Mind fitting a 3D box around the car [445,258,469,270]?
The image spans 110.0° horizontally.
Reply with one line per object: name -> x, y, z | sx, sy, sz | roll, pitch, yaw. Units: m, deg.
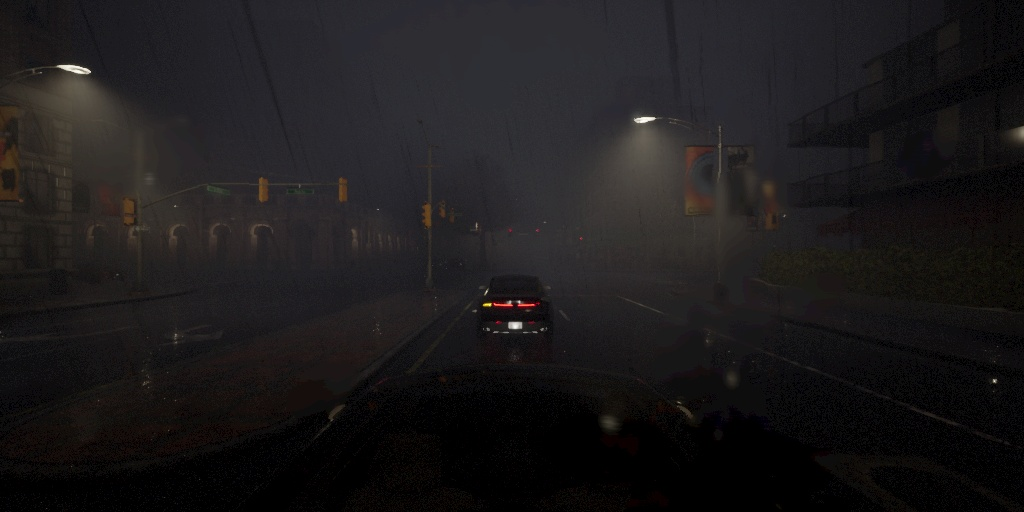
car -> -8.039, 1.102, 52.605 | 2.097, 1.767, 4.553 | 0, 0, 0

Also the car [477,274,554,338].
car -> 0.081, 1.255, 10.180 | 1.837, 1.490, 4.892 | 0, 0, 0

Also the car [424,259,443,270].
car -> -11.660, 1.255, 53.166 | 1.837, 1.490, 4.892 | 0, 0, 2

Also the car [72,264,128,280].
car -> -33.475, 1.314, 28.596 | 4.181, 1.385, 1.994 | 0, 0, 0
